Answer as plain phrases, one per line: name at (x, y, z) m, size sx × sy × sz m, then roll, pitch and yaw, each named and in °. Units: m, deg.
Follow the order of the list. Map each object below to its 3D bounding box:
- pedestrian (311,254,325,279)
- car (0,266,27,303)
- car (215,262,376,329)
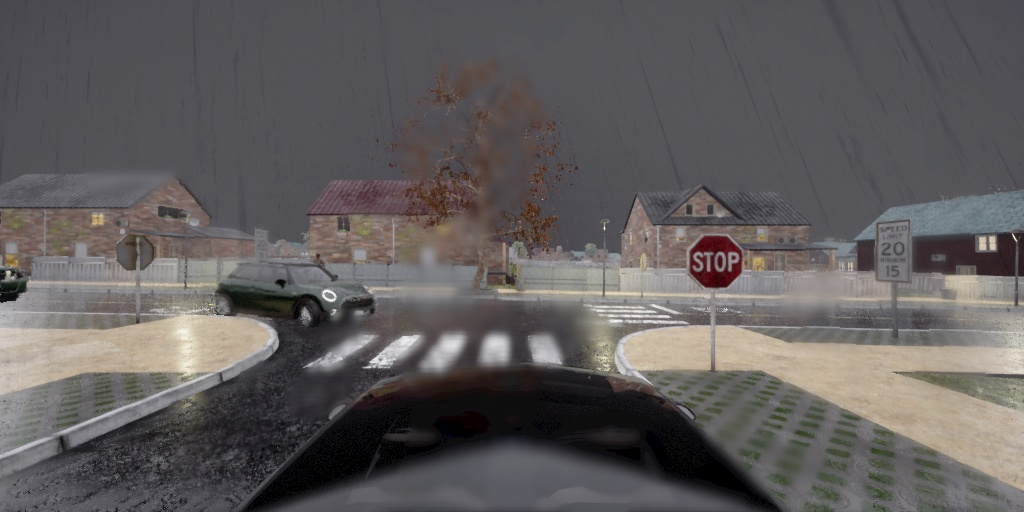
pedestrian at (-9.691, 0.770, 17.833) m, size 0.375 × 1.860 × 0.375 m, roll 0°, pitch -2°, yaw 0°
car at (-19.945, 0.617, 11.911) m, size 5.566 × 2.045 × 2.150 m, roll 1°, pitch 0°, yaw 0°
car at (-6.453, 1.003, 10.846) m, size 4.553 × 1.767 × 2.097 m, roll 2°, pitch 1°, yaw 16°
